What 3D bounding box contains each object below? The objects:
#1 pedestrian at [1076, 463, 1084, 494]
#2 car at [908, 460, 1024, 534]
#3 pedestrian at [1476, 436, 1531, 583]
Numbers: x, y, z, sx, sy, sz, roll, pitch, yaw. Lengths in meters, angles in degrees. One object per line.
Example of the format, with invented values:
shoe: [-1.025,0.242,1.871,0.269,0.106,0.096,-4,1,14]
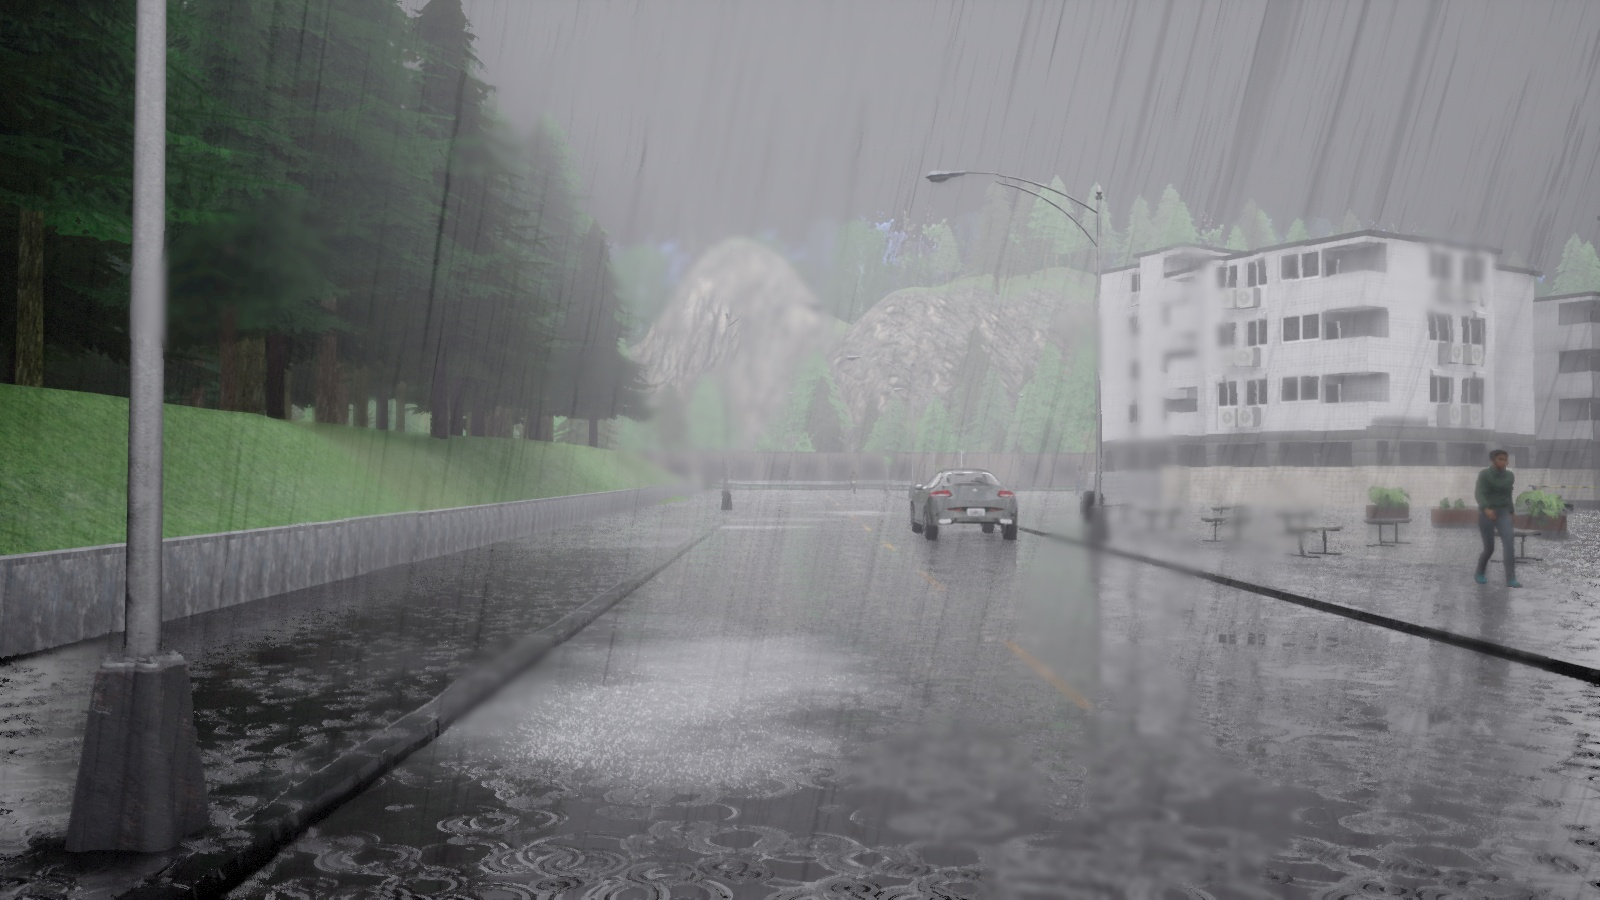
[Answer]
pedestrian: [16.729,1.714,75.034,0.354,1.836,0.706,0,-1,9]
car: [3.931,1.090,30.618,2.152,1.651,5.027,0,-1,0]
pedestrian: [9.012,0.758,16.103,0.353,1.847,0.614,0,-1,3]
